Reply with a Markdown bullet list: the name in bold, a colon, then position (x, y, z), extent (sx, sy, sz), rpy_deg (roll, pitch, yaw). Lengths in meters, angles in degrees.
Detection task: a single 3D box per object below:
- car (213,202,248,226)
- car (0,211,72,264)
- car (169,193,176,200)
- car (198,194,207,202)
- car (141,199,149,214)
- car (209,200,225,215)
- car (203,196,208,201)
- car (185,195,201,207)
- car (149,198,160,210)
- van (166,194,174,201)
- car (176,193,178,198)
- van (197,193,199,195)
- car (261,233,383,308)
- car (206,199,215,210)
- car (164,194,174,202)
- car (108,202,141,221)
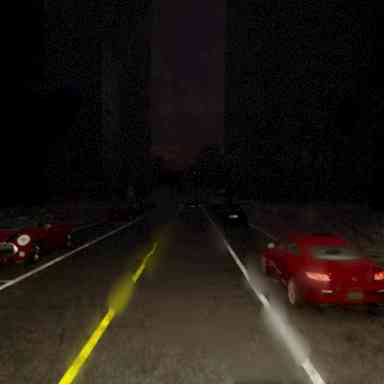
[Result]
- **car**: position (2.764, 1.601, 23.286), extent (1.947, 1.339, 4.313), rpy_deg (-1, 0, 0)
- **car**: position (-5.768, 1.460, 11.660), extent (1.967, 1.590, 4.097), rpy_deg (-1, 0, 0)
- **car**: position (-5.736, 1.333, 81.957), extent (2.192, 1.841, 5.009), rpy_deg (-1, 0, 0)
- **car**: position (2.790, 1.551, 76.451), extent (1.752, 1.417, 4.829), rpy_deg (-1, 0, 0)
- **car**: position (-5.757, 1.626, 33.172), extent (1.802, 1.307, 4.206), rpy_deg (-1, 0, 0)
- **car**: position (2.766, 1.606, 28.490), extent (1.947, 1.339, 4.313), rpy_deg (-1, 0, 0)
- **car**: position (2.774, 1.573, 44.268), extent (1.752, 1.417, 4.829), rpy_deg (-1, 0, 0)
- **car**: position (0.023, 1.572, 50.881), extent (1.812, 1.442, 4.674), rpy_deg (0, 0, 0)
- **car**: position (-5.751, 1.599, 43.927), extent (2.008, 1.369, 4.403), rpy_deg (-1, 0, 0)
- **van**: position (-5.732, 1.349, 87.637), extent (1.690, 1.788, 3.998), rpy_deg (-1, 0, 0)
- **car**: position (-5.730, 1.310, 93.316), extent (2.192, 1.841, 5.009), rpy_deg (-1, 0, 0)
- **van**: position (2.790, 1.358, 81.961), extent (1.690, 1.788, 3.998), rpy_deg (-1, 0, 0)
- **car**: position (2.757, 1.595, 7.679), extent (1.802, 1.307, 4.206), rpy_deg (-1, 0, 0)
- **car**: position (2.769, 1.595, 33.692), extent (2.008, 1.369, 4.403), rpy_deg (-1, 0, 0)
- **car**: position (-5.735, 1.609, 76.277), extent (1.802, 1.307, 4.206), rpy_deg (-1, 0, 0)
- **car**: position (-5.760, 1.585, 27.794), extent (1.887, 1.381, 4.507), rpy_deg (-1, 0, 0)
